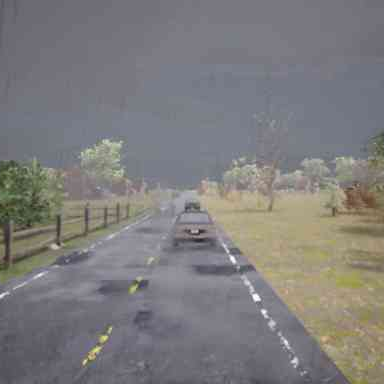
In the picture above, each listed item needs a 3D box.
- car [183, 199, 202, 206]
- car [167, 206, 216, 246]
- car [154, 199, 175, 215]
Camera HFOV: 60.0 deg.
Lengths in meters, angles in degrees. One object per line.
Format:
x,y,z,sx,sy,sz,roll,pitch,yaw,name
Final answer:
0.052,1.549,39.106,1.837,1.490,4.892,0,0,0,car
0.100,1.571,15.268,2.033,1.411,5.357,0,0,0,car
-2.782,1.533,34.565,2.128,1.511,4.902,0,0,0,car
